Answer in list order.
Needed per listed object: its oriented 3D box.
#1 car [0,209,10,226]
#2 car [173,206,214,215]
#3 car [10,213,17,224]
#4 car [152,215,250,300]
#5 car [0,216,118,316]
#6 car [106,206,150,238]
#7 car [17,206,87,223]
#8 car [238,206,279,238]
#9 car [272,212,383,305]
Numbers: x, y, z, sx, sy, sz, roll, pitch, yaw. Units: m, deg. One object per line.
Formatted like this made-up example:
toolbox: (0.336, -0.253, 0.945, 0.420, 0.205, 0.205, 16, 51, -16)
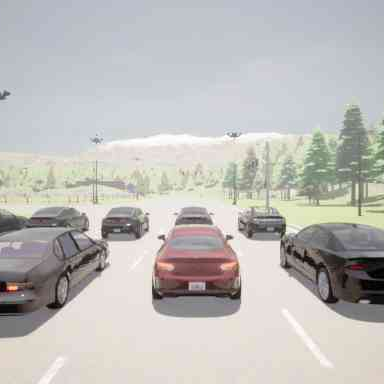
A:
car: (-6.907, 1.221, 7.695, 2.150, 2.045, 5.566, 0, 0, 0)
car: (0.094, 1.505, 17.523, 1.837, 1.490, 4.892, 0, 0, 0)
car: (-10.406, 1.547, 17.035, 2.033, 1.411, 5.357, 0, 0, 0)
car: (0.095, 1.526, 8.278, 1.812, 1.442, 4.674, 0, 0, 0)
car: (-3.405, 1.547, 7.782, 2.033, 1.411, 5.357, 0, 0, 0)
car: (-3.406, 1.505, 17.524, 1.837, 1.490, 4.892, 0, 0, 0)
car: (-6.906, 1.505, 17.535, 1.837, 1.490, 4.892, 0, 0, 0)
car: (3.595, 1.492, 17.678, 2.128, 1.511, 4.902, 0, 0, 0)
car: (3.599, 1.478, 8.187, 1.882, 1.535, 5.008, 0, 0, 0)
